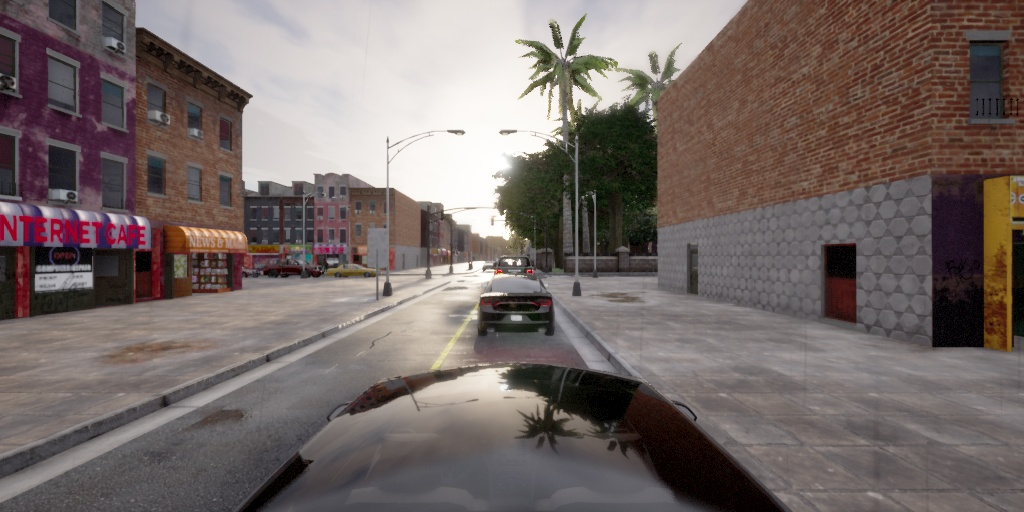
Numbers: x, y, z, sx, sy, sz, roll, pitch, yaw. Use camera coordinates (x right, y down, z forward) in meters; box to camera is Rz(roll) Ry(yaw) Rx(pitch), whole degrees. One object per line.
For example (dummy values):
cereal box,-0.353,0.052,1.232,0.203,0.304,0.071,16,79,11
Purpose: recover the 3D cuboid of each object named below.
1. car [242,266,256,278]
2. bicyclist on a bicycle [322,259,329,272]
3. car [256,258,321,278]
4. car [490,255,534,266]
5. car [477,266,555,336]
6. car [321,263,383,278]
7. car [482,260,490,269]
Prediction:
car,-25.516,1.409,32.980,4.207,1.307,1.802,0,0,0
bicyclist on a bicycle,-20.147,1.124,38.633,0.582,1.620,1.656,0,0,0
car,-20.064,1.127,32.987,5.009,1.841,2.192,0,0,0
car,0.100,0.980,20.418,2.150,2.045,5.566,0,0,-1
car,0.098,1.230,10.449,1.882,1.535,5.008,0,0,0
car,-14.443,1.324,32.994,4.829,1.417,1.751,0,0,0
car,-2.862,1.316,47.862,1.812,1.442,4.674,0,0,0
